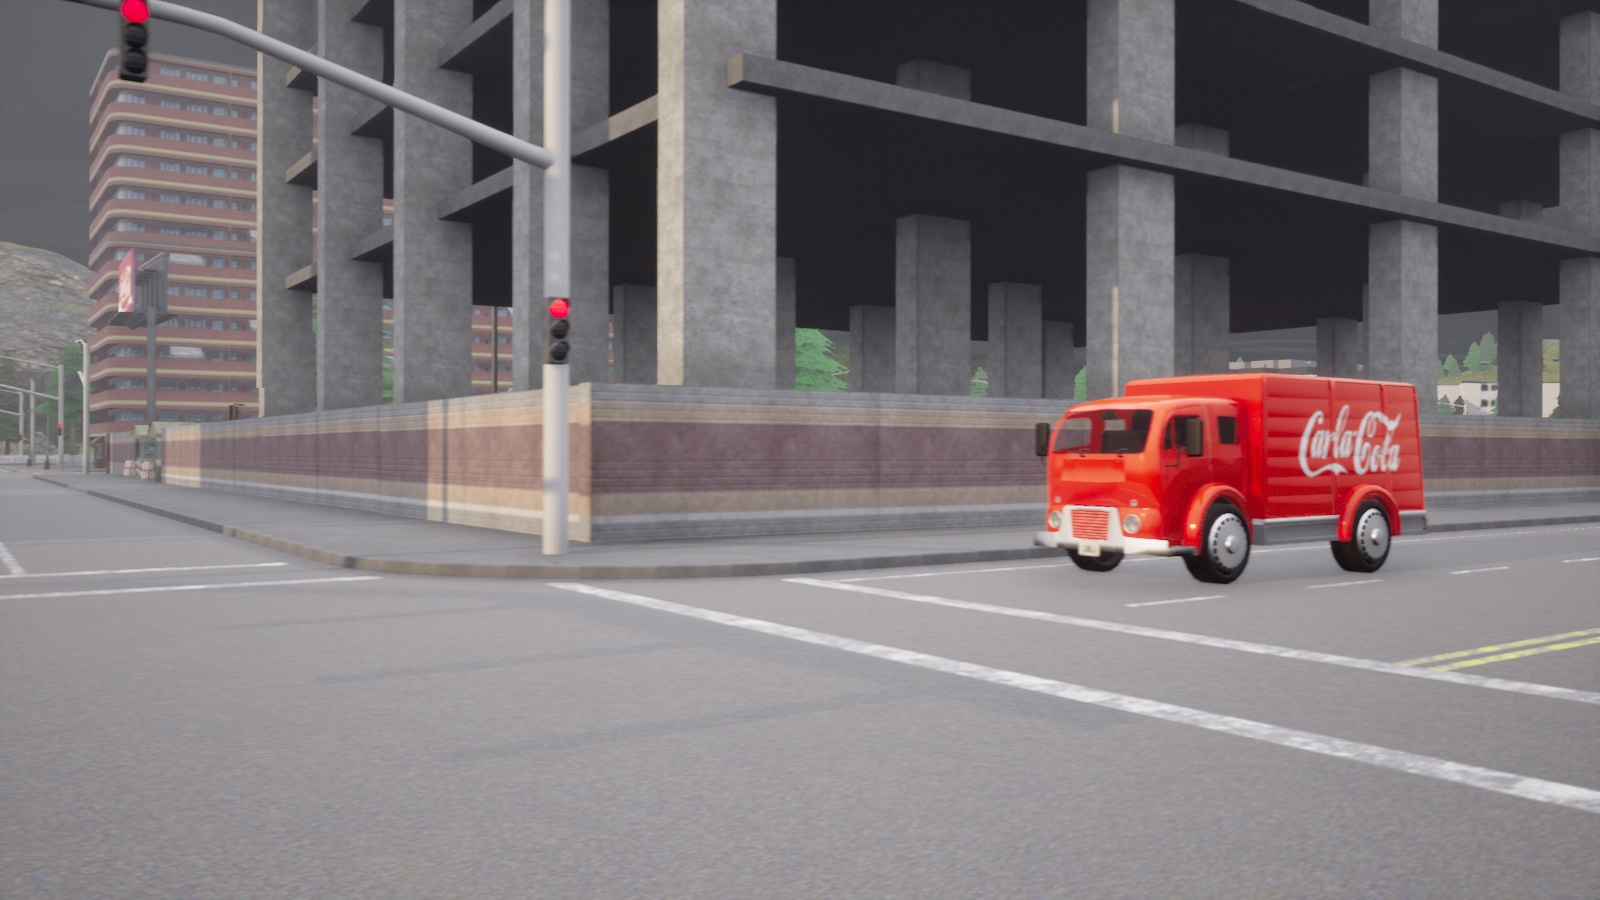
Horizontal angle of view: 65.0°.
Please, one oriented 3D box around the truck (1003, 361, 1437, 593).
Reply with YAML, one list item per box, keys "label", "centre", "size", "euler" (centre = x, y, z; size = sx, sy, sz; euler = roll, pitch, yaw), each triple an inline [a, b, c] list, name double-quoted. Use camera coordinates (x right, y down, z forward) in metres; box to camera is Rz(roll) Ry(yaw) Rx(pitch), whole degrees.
- label: "truck"
  centre: [5.411, 0.283, 15.956]
  size: [5.204, 2.467, 2.627]
  euler: [0, 0, -35]
